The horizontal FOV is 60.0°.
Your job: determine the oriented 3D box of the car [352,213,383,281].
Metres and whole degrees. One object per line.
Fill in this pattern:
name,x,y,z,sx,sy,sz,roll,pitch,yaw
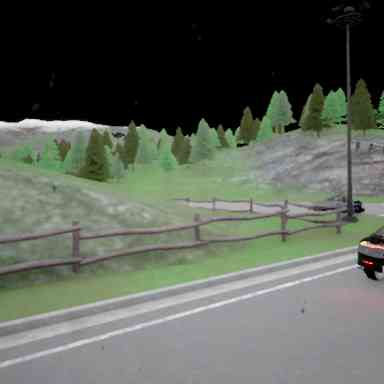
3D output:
car,5.895,1.279,7.935,4.902,1.511,2.128,-2,1,-35

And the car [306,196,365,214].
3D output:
car,11.162,1.008,25.993,4.181,1.385,1.994,0,1,41
